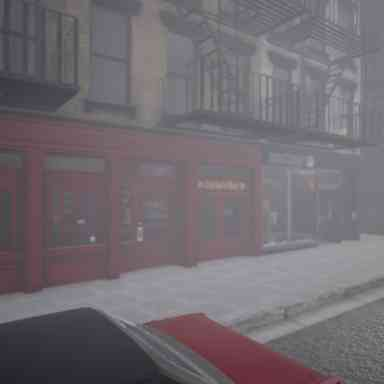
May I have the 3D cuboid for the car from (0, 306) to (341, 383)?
[{"bbox_3d":[-1.260,1.601,1.861,4.718,1.301,1.895,0,0,-36],"label":"car"}]
